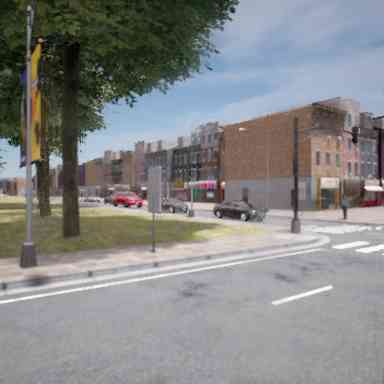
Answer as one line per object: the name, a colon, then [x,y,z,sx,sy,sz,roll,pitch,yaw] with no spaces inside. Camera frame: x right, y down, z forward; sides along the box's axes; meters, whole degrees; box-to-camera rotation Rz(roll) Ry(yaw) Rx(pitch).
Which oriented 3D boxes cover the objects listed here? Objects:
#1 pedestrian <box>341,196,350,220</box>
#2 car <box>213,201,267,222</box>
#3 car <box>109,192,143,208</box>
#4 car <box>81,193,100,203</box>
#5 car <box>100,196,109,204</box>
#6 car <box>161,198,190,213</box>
pedestrian: [11.582,1.176,25.190,0.375,1.860,0.375,1,-1,-35]
car: [3.680,1.468,26.182,1.837,1.490,4.892,0,1,-35]
car: [-8.350,1.017,43.104,2.150,2.045,5.566,0,0,-35]
car: [-18.893,1.318,62.963,1.895,1.301,4.718,0,0,-35]
car: [-12.812,1.237,54.433,2.128,1.511,4.902,0,0,-35]
car: [-2.147,1.377,34.373,1.837,1.490,4.892,0,0,-35]
